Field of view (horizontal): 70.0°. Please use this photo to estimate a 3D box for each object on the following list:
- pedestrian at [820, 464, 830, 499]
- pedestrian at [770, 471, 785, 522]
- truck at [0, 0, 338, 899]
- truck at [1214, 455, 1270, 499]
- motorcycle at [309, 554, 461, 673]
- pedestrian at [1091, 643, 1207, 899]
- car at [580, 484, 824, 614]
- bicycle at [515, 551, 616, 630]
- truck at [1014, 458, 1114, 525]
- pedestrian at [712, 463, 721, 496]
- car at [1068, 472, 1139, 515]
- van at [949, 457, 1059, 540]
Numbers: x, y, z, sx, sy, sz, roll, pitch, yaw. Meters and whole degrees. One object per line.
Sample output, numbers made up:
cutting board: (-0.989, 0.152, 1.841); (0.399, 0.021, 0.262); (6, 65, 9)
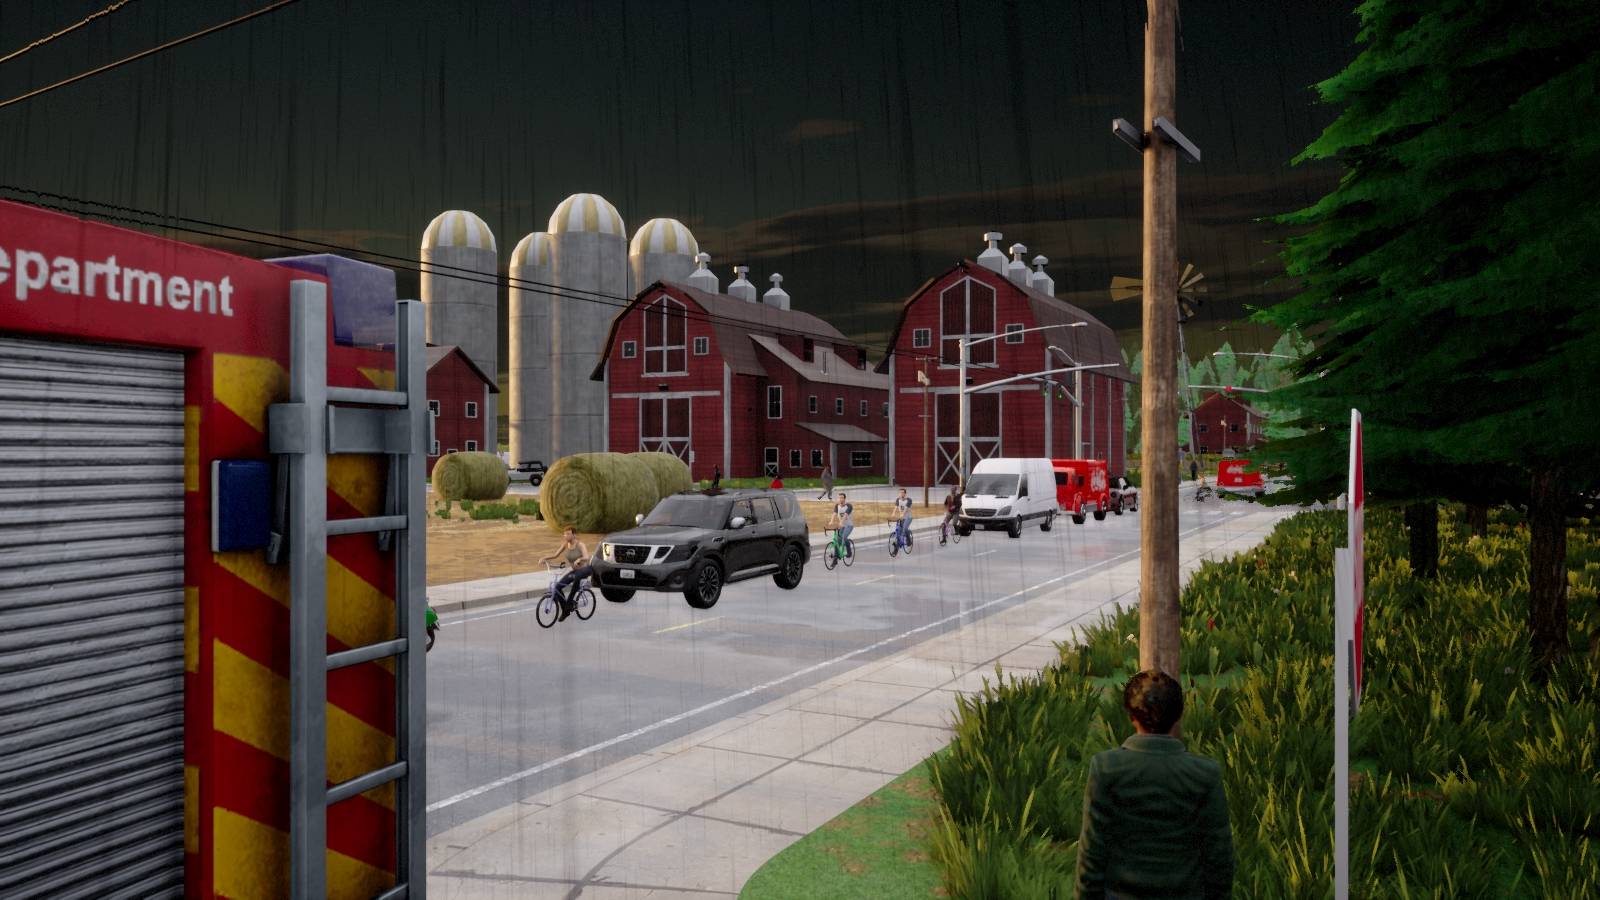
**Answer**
pedestrian: (1.313, 1.670, 60.385); (0.375, 1.860, 0.375); (0, 0, 26)
pedestrian: (-0.811, 1.678, 41.382); (0.375, 1.860, 0.375); (0, 0, 36)
truck: (-5.979, 0.867, 3.792); (8.468, 3.827, 2.891); (0, 0, 20)
truck: (26.478, 1.572, 68.312); (2.627, 2.467, 5.204); (0, 0, 27)
motorcycle: (-5.522, 2.142, 15.311); (0.856, 1.316, 1.805); (0, 0, 28)
pedestrian: (1.247, 1.663, 4.116); (0.375, 1.860, 0.375); (0, 0, 13)
car: (-1.718, 1.779, 22.429); (2.150, 2.045, 5.566); (0, 0, 27)
bicycle: (-3.787, 2.256, 18.582); (0.859, 1.080, 1.487); (0, 0, 28)
truck: (10.558, 1.568, 45.374); (2.627, 2.467, 5.204); (0, 0, 28)
pedestrian: (-4.725, 1.669, 64.673); (0.375, 1.860, 0.375); (0, 0, 27)
car: (13.659, 1.903, 51.221); (2.097, 1.767, 4.553); (0, 0, 28)
van: (7.067, 1.534, 38.948); (1.988, 2.561, 5.915); (0, 0, 28)
